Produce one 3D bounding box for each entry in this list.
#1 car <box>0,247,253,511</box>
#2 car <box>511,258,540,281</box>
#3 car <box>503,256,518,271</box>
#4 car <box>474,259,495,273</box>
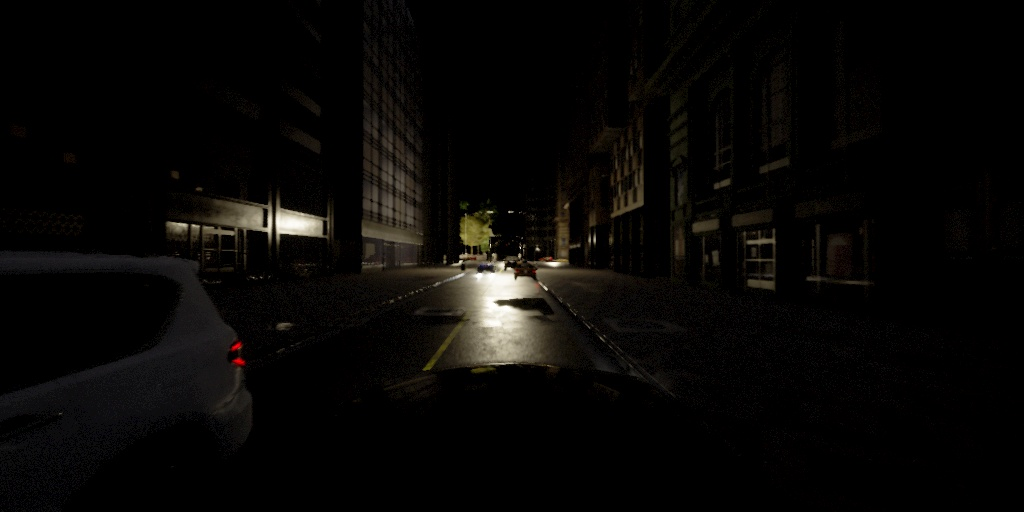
[{"bbox_3d":[-3.100,0.972,0.479,2.150,2.045,5.566,0,0,0],"label":"car"},{"bbox_3d":[1.060,1.200,30.226,1.801,1.575,5.366,0,0,0],"label":"car"},{"bbox_3d":[0.021,0.965,49.008,2.150,2.045,5.566,0,0,0],"label":"car"},{"bbox_3d":[-3.072,1.343,42.995,1.895,1.301,4.718,0,0,0],"label":"car"}]
